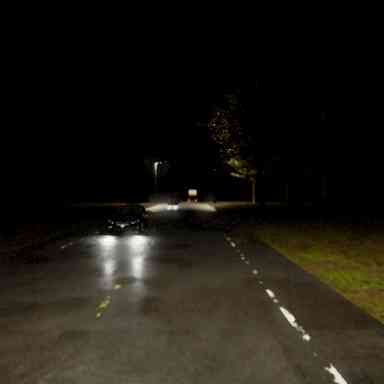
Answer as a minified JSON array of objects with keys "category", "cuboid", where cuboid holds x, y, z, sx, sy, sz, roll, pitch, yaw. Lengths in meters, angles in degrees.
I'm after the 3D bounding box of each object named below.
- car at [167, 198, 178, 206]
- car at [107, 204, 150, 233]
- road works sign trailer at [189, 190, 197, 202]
[{"category":"car","cuboid":[-3.541,1.810,61.583,2.128,1.511,4.902,0,0,1]},{"category":"car","cuboid":[-3.601,1.521,19.619,1.837,1.490,4.892,0,0,0]},{"category":"road works sign trailer","cuboid":[0.206,1.165,94.397,2.380,3.560,2.880,0,-1,2]}]
